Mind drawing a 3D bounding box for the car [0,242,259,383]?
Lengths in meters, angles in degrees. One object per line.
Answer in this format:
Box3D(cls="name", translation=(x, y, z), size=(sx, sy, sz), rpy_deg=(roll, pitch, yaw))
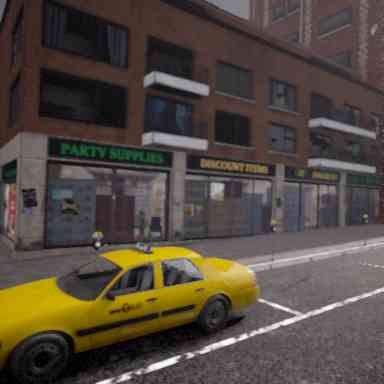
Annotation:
Box3D(cls="car", translation=(-1.027, 1.540, 5.341), size=(4.829, 1.417, 1.752), rpy_deg=(0, 1, -35))
